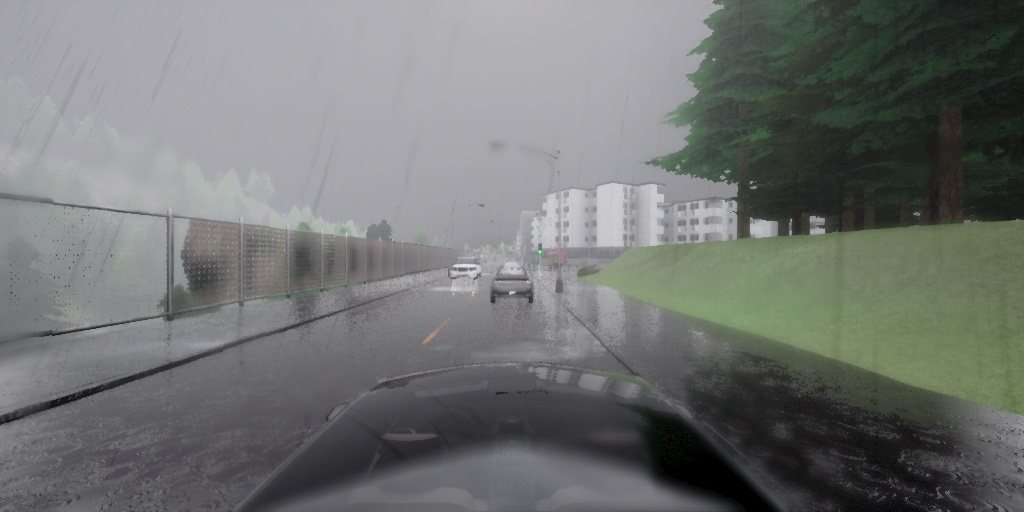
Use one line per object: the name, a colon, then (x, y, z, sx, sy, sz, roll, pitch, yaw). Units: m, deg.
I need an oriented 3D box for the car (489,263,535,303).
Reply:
car: (0.000, 1.244, 16.500, 2.128, 1.511, 4.902, 0, 0, 0)

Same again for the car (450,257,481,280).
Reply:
car: (-4.000, 1.076, 31.820, 2.150, 2.045, 5.566, 0, 0, 0)
